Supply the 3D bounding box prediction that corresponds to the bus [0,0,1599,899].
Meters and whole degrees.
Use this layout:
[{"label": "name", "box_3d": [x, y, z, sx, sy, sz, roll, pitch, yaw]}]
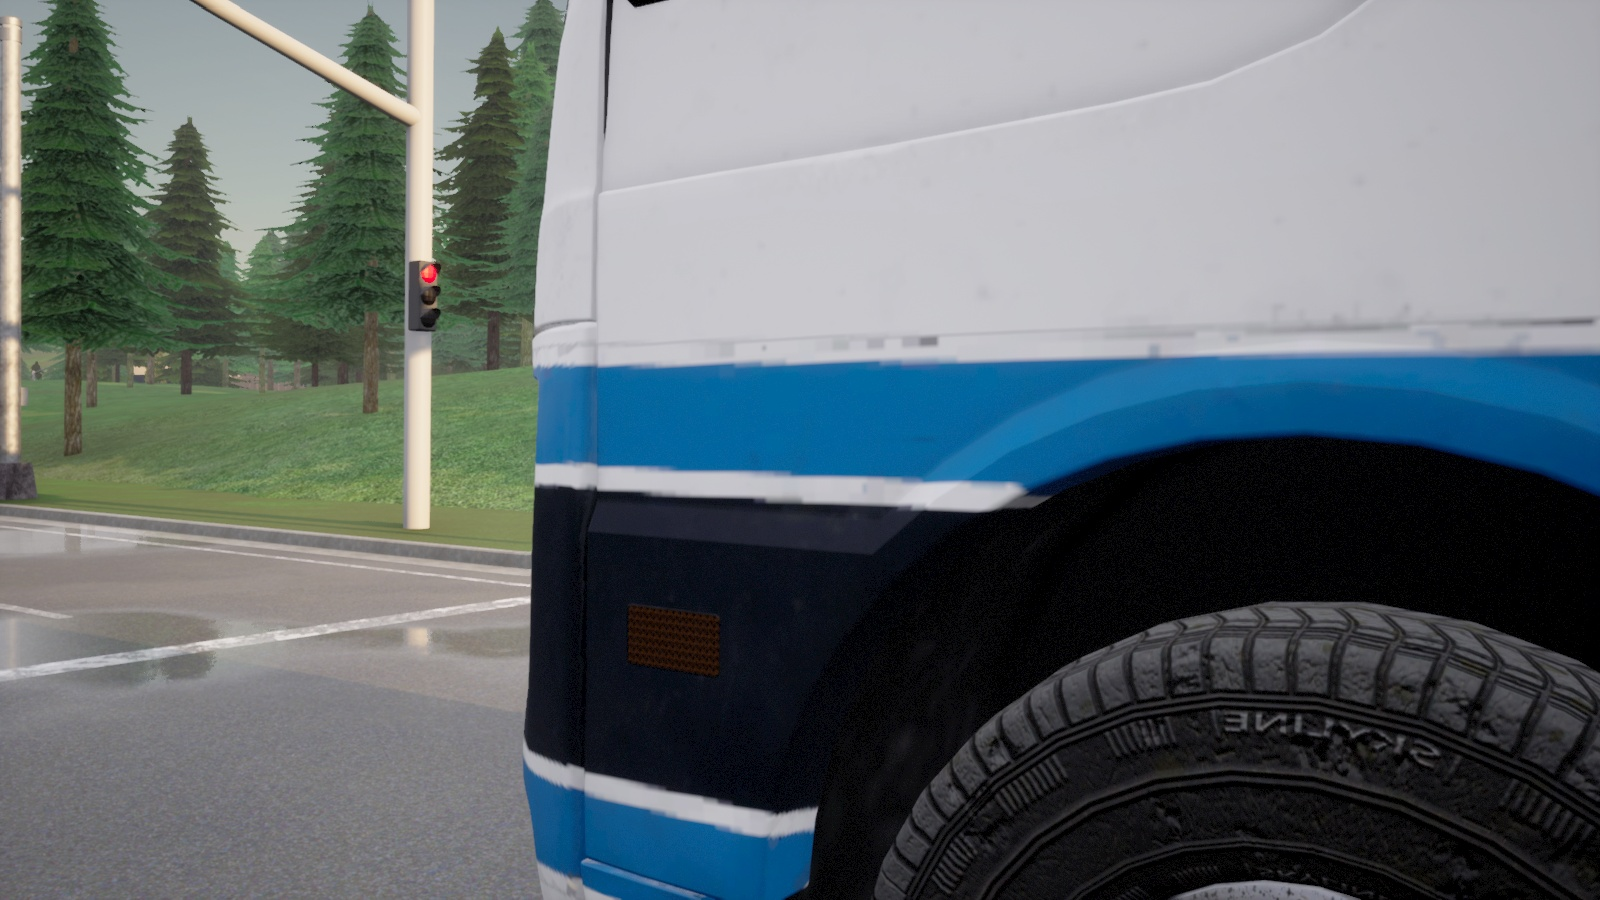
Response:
[{"label": "bus", "box_3d": [3.921, -0.680, 0.993, 10.273, 4.253, 3.944, 1, 1, 34]}]
